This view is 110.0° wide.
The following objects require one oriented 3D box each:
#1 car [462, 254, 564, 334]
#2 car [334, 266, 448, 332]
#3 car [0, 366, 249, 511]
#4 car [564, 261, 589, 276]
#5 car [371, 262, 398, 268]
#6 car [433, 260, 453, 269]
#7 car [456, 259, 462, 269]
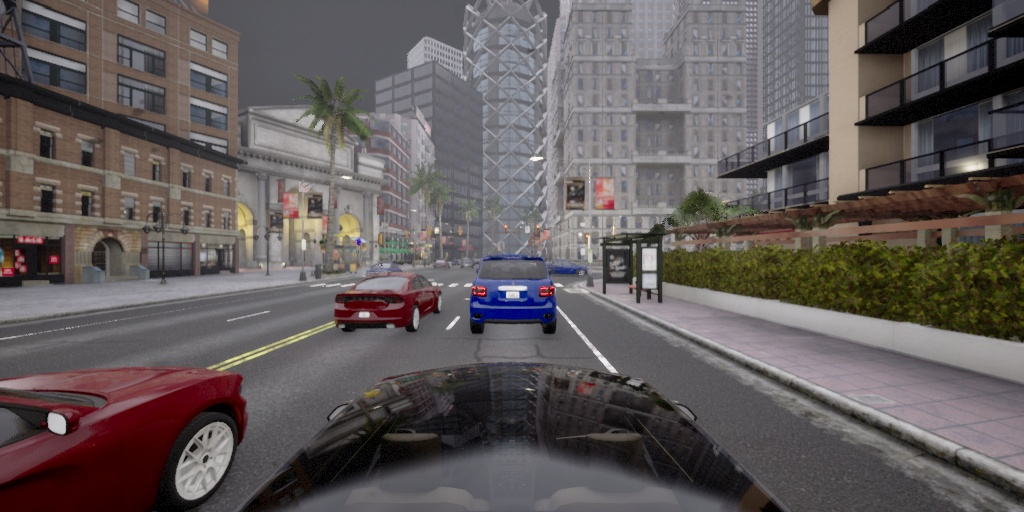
[{"bbox_3d":[0.054,0.968,10.763,2.150,2.045,5.566,0,0,1],"label":"car"},{"bbox_3d":[-3.441,1.224,10.873,1.882,1.535,5.008,0,0,0],"label":"car"},{"bbox_3d":[-3.390,1.228,1.294,1.882,1.535,5.008,0,0,0],"label":"car"},{"bbox_3d":[5.379,1.215,36.034,5.008,1.535,1.882,0,1,13],"label":"car"},{"bbox_3d":[-10.581,1.265,29.902,1.812,1.442,4.674,0,0,0],"label":"car"},{"bbox_3d":[-10.581,1.256,53.844,1.812,1.442,4.674,0,0,0],"label":"car"},{"bbox_3d":[-6.789,1.222,54.098,2.128,1.511,4.902,0,0,-5],"label":"car"}]
